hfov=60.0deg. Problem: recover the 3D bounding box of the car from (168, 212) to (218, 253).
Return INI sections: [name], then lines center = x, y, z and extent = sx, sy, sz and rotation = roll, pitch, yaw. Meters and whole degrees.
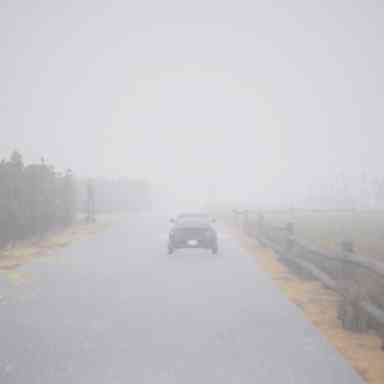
[car]
center = 0.047, 1.527, 13.495
extent = 1.812, 1.442, 4.674
rotation = 0, 0, 1
